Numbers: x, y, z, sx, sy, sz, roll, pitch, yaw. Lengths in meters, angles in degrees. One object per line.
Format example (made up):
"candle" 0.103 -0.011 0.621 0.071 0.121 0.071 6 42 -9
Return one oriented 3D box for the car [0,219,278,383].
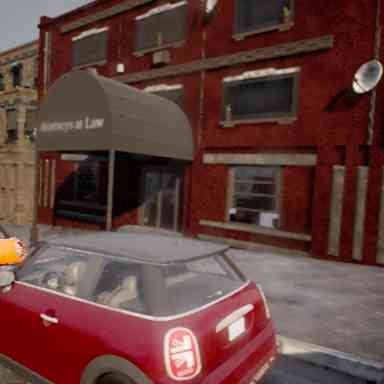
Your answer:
"car" -1.297 1.322 4.457 4.553 1.767 2.185 1 0 35
